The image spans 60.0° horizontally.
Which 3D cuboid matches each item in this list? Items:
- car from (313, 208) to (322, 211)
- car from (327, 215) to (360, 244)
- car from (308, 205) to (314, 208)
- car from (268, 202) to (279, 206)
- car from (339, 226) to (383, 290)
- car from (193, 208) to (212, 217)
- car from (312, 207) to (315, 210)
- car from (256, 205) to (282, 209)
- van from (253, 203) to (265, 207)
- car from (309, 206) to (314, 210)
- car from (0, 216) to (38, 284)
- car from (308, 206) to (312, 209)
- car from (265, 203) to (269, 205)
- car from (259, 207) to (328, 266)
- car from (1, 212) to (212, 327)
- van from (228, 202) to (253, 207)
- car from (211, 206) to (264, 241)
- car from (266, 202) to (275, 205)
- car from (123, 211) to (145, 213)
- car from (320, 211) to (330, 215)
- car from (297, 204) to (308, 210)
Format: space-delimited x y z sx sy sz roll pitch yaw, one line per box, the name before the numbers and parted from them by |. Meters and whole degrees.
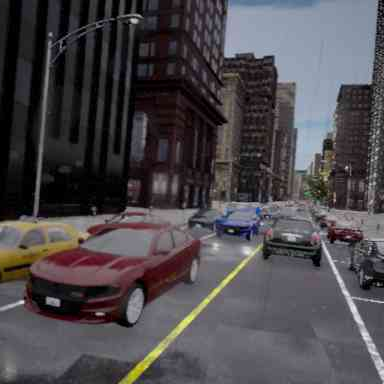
car | 16.119 3.085 40.781 1.887 1.381 4.507 4 0 19
car | 9.275 2.400 20.308 1.887 1.381 4.507 4 0 19
car | 28.100 4.273 76.612 1.947 1.339 4.313 5 0 19
car | 14.589 2.887 62.967 2.192 1.841 5.009 4 0 19
car | 5.853 2.070 10.072 2.008 1.369 4.403 4 0 19
car | 1.131 1.795 22.767 1.947 1.339 4.313 4 0 19
car | 17.828 3.278 45.899 1.947 1.339 4.313 4 0 19
car | 8.344 2.455 35.787 1.994 1.385 4.181 4 -1 19
van | 7.867 2.243 42.868 1.690 1.788 3.998 4 0 19
car | 21.251 3.619 56.136 1.947 1.339 4.313 4 0 19
car | -3.959 1.256 7.534 1.752 1.417 4.829 5 0 19
car | 24.673 3.968 66.372 1.802 1.307 4.206 5 0 19
car | 9.528 2.651 47.891 1.802 1.307 4.206 4 0 19
car | 4.253 1.768 13.937 2.097 1.767 4.553 4 0 19
car | -1.246 1.420 7.266 1.882 1.535 5.008 4 0 18
van | 4.508 1.906 32.819 1.690 1.788 3.998 4 0 19
car | 2.833 1.819 19.465 1.882 1.535 5.008 4 -1 19
car | 12.887 2.987 57.941 1.802 1.307 4.206 4 0 19
car | -2.227 1.443 12.719 1.887 1.381 4.507 5 0 19
car | 12.694 2.779 30.544 1.802 1.307 4.206 4 0 19
car | 26.850 4.218 81.574 1.895 1.301 4.718 4 0 19
